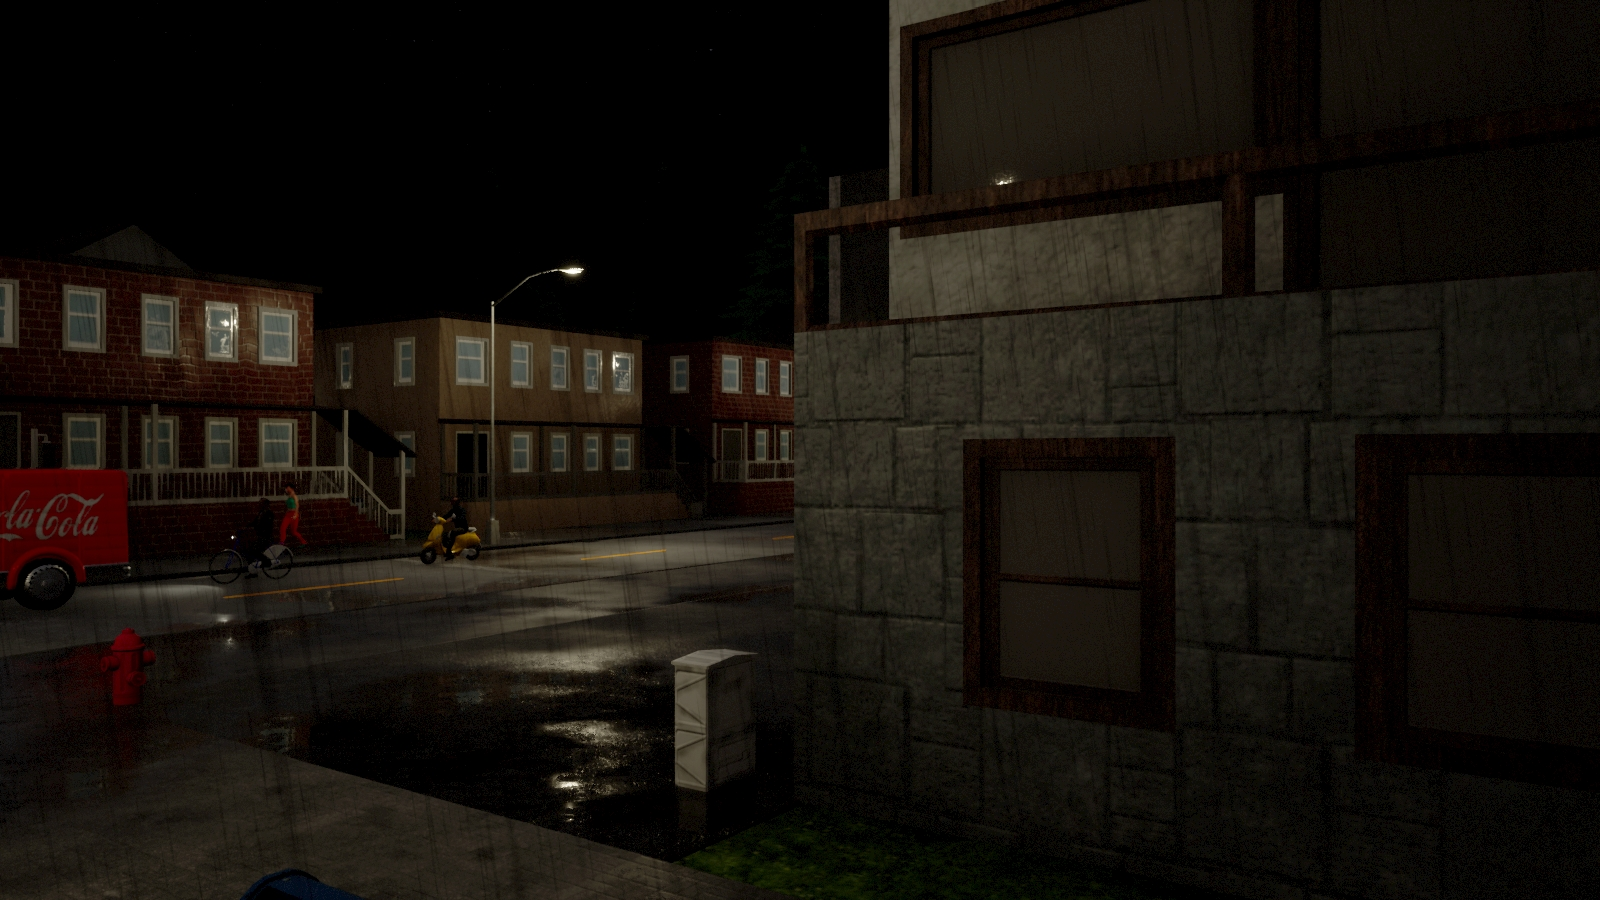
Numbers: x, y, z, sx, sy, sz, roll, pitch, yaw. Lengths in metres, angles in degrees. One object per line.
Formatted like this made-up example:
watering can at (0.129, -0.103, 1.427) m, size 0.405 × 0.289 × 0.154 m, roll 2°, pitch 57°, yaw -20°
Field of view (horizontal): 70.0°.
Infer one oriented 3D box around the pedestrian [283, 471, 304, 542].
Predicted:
pedestrian at (-13.532, 1.504, 30.512) m, size 0.375 × 1.860 × 0.375 m, roll 0°, pitch 0°, yaw 37°

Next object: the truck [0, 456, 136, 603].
truck at (-14.793, 1.341, 19.648) m, size 2.627 × 2.467 × 5.204 m, roll 0°, pitch 0°, yaw 37°
